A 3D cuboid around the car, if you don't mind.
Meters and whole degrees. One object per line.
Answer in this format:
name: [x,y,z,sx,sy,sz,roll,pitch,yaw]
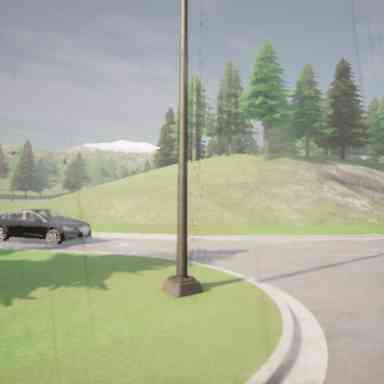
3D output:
car: [-6.958,1.520,15.280,4.902,1.511,2.128,0,0,18]
